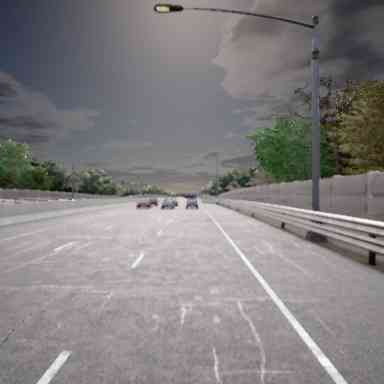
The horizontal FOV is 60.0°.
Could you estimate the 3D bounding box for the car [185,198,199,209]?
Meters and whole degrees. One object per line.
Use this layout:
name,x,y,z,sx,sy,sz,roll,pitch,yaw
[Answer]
car,0.012,1.703,49.134,1.812,1.442,4.674,0,-1,0

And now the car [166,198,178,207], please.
car,-3.485,1.852,59.164,1.994,1.385,4.181,0,-1,0

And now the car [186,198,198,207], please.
car,0.014,1.834,59.137,2.033,1.411,5.357,0,-1,0

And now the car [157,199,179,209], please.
car,-3.489,1.720,48.685,2.033,1.411,5.357,0,-1,0

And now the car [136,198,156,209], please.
car,-6.988,1.779,49.165,1.895,1.301,4.718,0,-1,0
